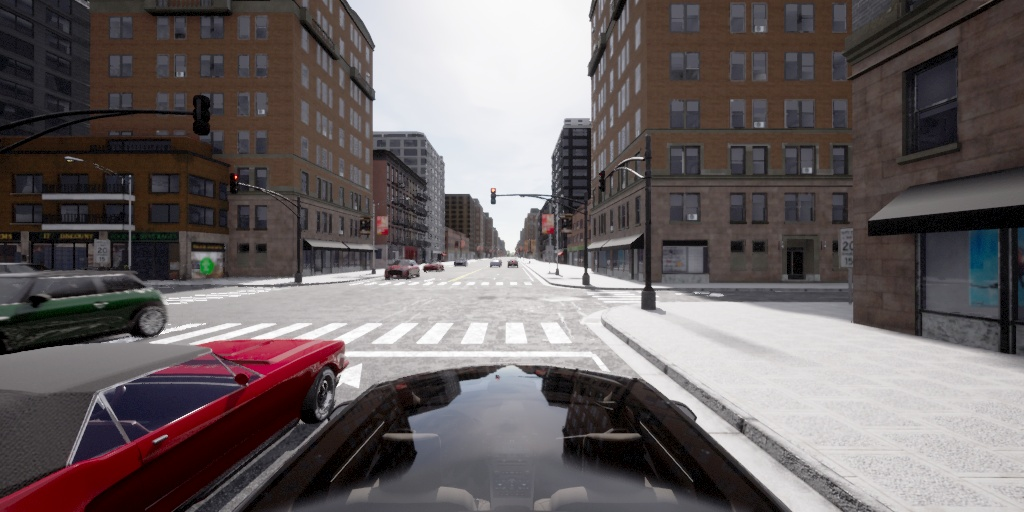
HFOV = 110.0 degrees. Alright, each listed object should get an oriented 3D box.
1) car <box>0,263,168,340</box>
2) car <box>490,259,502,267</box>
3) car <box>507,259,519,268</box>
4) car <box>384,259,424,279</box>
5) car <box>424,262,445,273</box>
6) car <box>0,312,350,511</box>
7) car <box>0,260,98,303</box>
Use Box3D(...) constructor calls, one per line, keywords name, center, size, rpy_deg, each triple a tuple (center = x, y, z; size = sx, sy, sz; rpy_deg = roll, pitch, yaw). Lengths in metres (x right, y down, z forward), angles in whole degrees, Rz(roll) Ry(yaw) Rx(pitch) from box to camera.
Box3D(name="car", center=(-9.837, 1.103, 7.167), size=(2.097, 1.767, 4.553), rpy_deg=(0, 0, 0))
Box3D(name="car", center=(-2.988, 1.291, 64.133), size=(2.033, 1.411, 5.357), rpy_deg=(0, 0, 0))
Box3D(name="car", center=(0.157, 1.249, 62.178), size=(1.837, 1.490, 4.892), rpy_deg=(0, 0, 0))
Box3D(name="car", center=(-9.771, 1.103, 32.154), size=(2.097, 1.767, 4.553), rpy_deg=(0, 0, 0))
Box3D(name="car", center=(-9.738, 1.349, 44.705), size=(1.895, 1.301, 4.718), rpy_deg=(0, 0, 0))
Box3D(name="car", center=(-3.157, 1.351, 2.816), size=(1.895, 1.301, 4.718), rpy_deg=(0, 0, 0))
Box3D(name="car", center=(-22.165, 1.096, 16.172), size=(4.553, 1.767, 2.097), rpy_deg=(0, 0, 0))
